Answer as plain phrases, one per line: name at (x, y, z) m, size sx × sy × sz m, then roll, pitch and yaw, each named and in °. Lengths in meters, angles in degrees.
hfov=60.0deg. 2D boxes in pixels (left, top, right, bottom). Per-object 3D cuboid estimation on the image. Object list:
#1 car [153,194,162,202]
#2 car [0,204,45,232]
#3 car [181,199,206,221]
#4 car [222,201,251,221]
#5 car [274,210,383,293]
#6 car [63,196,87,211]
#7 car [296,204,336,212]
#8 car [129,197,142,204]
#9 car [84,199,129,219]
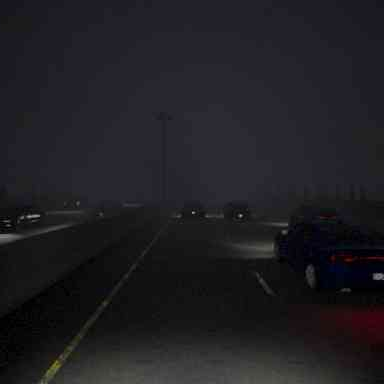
car at (-6.942, 1.267, 69.698) m, size 2.128 × 1.511 × 4.902 m, roll 0°, pitch 0°, yaw 0°
car at (-10.595, 1.495, 20.083) m, size 1.837 × 1.490 × 4.892 m, roll 0°, pitch 0°, yaw 0°
car at (0.107, 1.550, 27.383) m, size 1.994 × 1.385 × 4.181 m, roll 0°, pitch 0°, yaw 0°
car at (3.604, 1.491, 27.072) m, size 1.837 × 1.490 × 4.892 m, roll 0°, pitch 0°, yaw 0°
car at (3.602, 1.473, 8.877) m, size 1.882 × 1.535 × 5.008 m, roll 0°, pitch 0°, yaw 0°
car at (-14.077, 1.332, 40.818) m, size 2.097 × 1.767 × 4.553 m, roll 0°, pitch 0°, yaw 0°
car at (7.102, 1.494, 19.628) m, size 1.837 × 1.490 × 4.892 m, roll 0°, pitch 0°, yaw 0°
car at (-10.515, 1.531, 61.809) m, size 1.994 × 1.385 × 4.181 m, roll 0°, pitch 0°, yaw 1°
car at (-7.091, 1.478, 28.275) m, size 2.128 × 1.511 × 4.902 m, roll 0°, pitch 0°, yaw 0°
